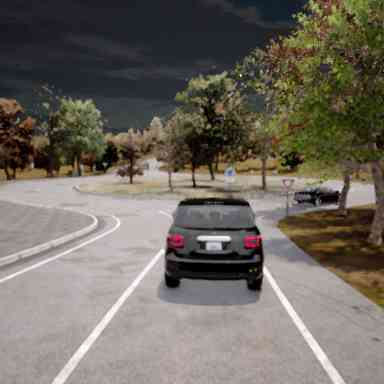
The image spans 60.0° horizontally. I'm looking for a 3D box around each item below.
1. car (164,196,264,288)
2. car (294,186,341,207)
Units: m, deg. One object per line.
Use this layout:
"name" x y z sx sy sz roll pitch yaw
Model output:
"car" 0.575 1.117 9.126 2.150 2.045 5.566 0 1 3
"car" 10.584 0.254 27.389 4.902 1.511 2.128 -4 7 -31
